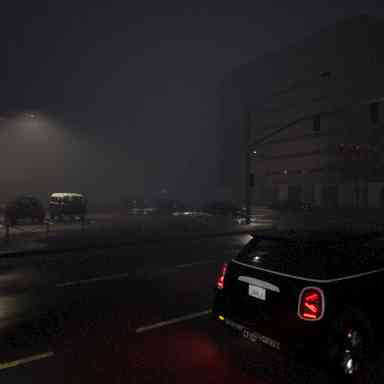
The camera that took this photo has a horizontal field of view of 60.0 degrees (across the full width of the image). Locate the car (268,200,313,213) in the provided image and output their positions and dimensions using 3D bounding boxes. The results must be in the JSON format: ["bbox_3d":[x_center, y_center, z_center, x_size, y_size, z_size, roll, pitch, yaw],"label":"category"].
[{"bbox_3d":[11.181,1.603,38.151,2.033,1.411,5.357,0,0,-30],"label":"car"}]

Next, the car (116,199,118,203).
[{"bbox_3d":[-13.960,1.619,67.980,1.994,1.385,4.181,0,0,-35],"label":"car"}]

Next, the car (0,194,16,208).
[{"bbox_3d":[-31.719,1.209,56.462,1.932,1.855,4.605,0,0,-35],"label":"car"}]

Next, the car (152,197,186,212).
[{"bbox_3d":[-2.525,1.581,39.464,1.812,1.442,4.674,0,0,-36],"label":"car"}]

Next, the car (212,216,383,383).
[{"bbox_3d":[2.601,1.352,5.658,4.553,1.767,2.097,0,0,-35],"label":"car"}]

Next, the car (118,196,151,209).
[{"bbox_3d":[-8.287,1.407,47.579,2.097,1.767,4.553,0,0,-35],"label":"car"}]

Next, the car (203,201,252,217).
[{"bbox_3d":[3.168,1.603,31.431,2.033,1.411,5.357,0,0,-35],"label":"car"}]
